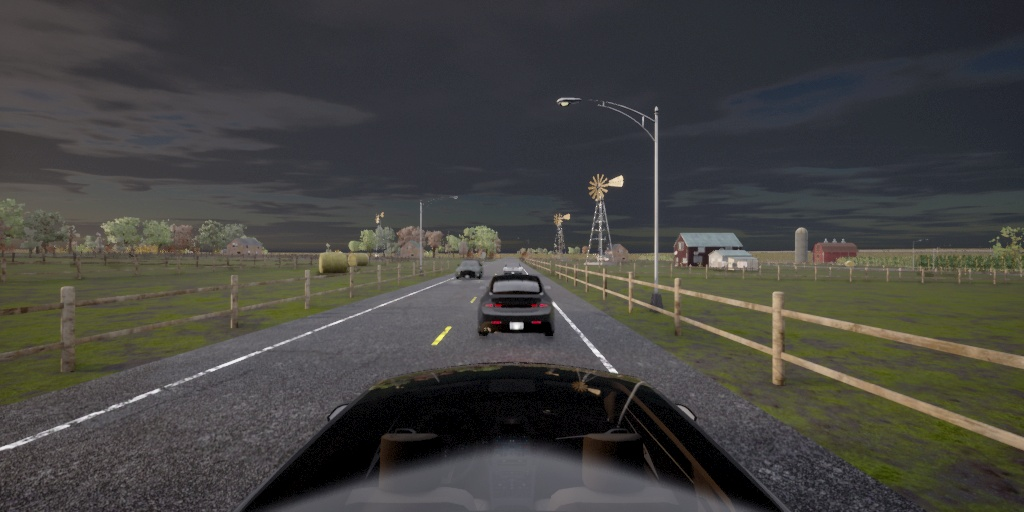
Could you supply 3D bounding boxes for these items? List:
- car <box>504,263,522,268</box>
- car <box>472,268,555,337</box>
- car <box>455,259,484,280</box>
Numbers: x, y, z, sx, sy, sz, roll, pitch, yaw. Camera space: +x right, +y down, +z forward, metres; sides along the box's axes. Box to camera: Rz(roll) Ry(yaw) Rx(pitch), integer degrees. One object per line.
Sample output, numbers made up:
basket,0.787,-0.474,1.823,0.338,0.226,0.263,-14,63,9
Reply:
car,0.089,1.344,36.644,1.895,1.301,4.718,0,0,0
car,0.098,1.254,10.211,1.837,1.490,4.892,0,0,0
car,-3.607,1.095,31.157,2.097,1.767,4.553,0,0,0
